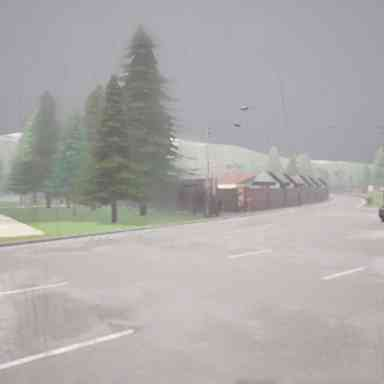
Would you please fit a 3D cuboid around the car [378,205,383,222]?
[{"bbox_3d":[14.707,1.290,22.837,4.902,1.511,2.128,-1,0,-36],"label":"car"}]
